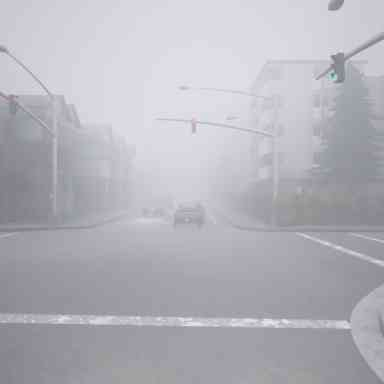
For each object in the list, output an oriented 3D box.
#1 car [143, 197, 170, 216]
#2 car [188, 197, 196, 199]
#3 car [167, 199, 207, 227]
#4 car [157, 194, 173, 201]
[{"bbox_3d":[-3.589,1.489,32.324,2.128,1.511,4.902,0,0,0],"label":"car"},{"bbox_3d":[-0.008,1.521,55.216,1.812,1.442,4.674,0,0,-3],"label":"car"},{"bbox_3d":[-0.079,1.493,22.616,2.128,1.511,4.902,0,0,6],"label":"car"},{"bbox_3d":[-3.566,1.218,42.900,2.150,2.045,5.566,0,0,0],"label":"car"}]
